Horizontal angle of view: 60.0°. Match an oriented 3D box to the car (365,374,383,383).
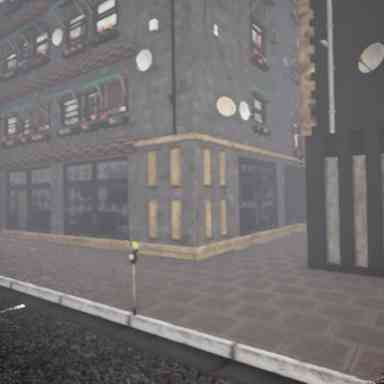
[{"bbox_3d":[2.411,1.427,1.011,4.097,1.590,1.967,-1,-1,36],"label":"car"}]
